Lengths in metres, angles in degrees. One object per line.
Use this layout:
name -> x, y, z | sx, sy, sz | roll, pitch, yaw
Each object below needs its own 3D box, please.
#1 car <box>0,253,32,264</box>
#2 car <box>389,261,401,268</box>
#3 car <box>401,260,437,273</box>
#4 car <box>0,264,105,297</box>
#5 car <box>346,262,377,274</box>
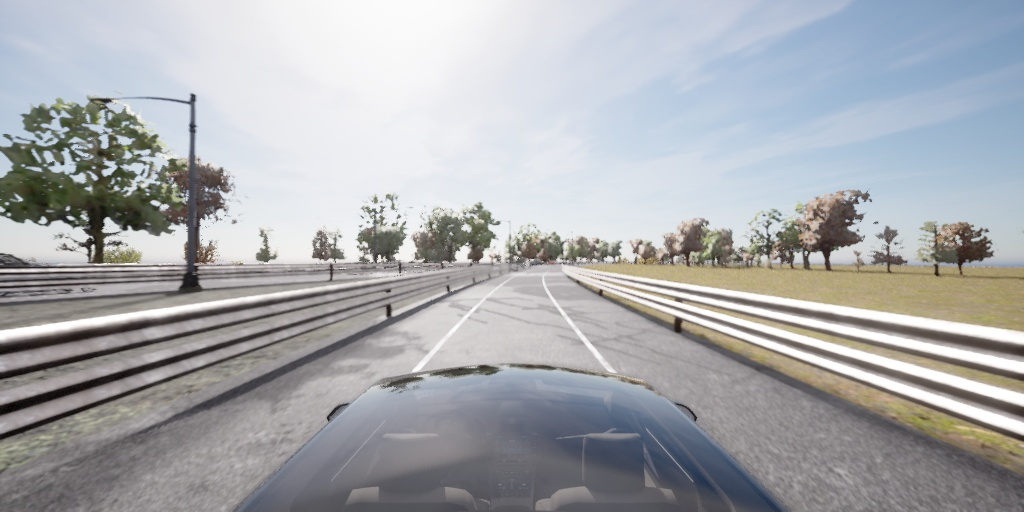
car -> -26.354, 0.787, 17.918 | 2.150, 2.045, 5.566 | 0, -1, 14
car -> -18.608, 1.571, 60.180 | 2.097, 1.767, 4.553 | 0, -1, 17
car -> -13.587, 1.648, 52.666 | 2.033, 1.411, 5.357 | 0, -1, 16
car -> -22.985, 1.173, 17.181 | 1.895, 1.301, 4.718 | 0, -1, 13
car -> -19.076, 1.492, 45.917 | 1.837, 1.490, 4.892 | 0, -1, 16
